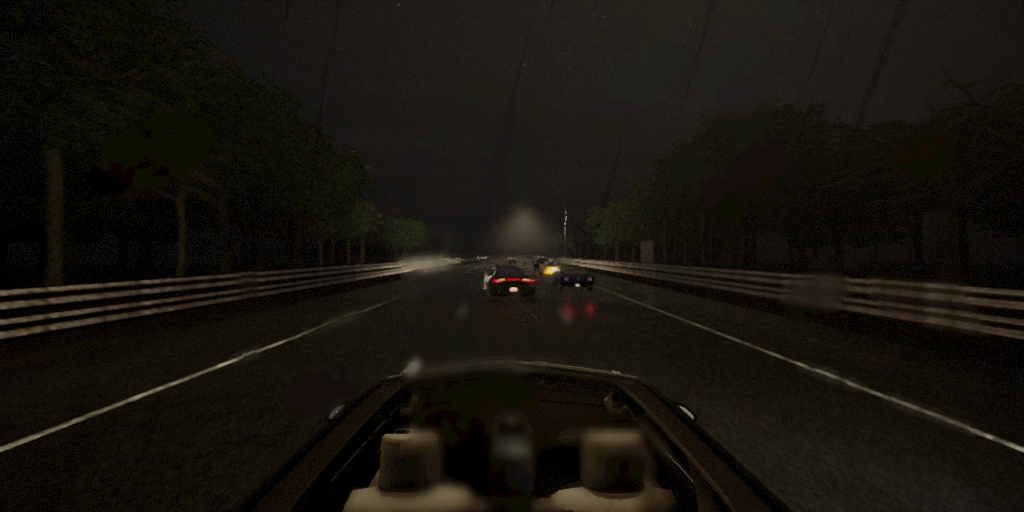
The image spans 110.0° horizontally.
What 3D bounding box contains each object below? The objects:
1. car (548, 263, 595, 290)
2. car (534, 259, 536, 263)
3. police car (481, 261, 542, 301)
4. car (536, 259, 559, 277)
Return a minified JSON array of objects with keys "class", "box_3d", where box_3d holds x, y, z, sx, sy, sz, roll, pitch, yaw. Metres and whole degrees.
[{"class":"car","box_3d":[3.499,1.261,21.262,1.895,1.301,4.718,0,0,0]},{"class":"car","box_3d":[3.500,1.061,43.232,1.837,1.490,4.892,0,0,0]},{"class":"police car","box_3d":[-0.293,1.183,16.973,2.038,1.542,4.974,0,0,-9]},{"class":"car","box_3d":[3.500,1.064,32.421,1.801,1.575,5.366,0,0,0]}]
